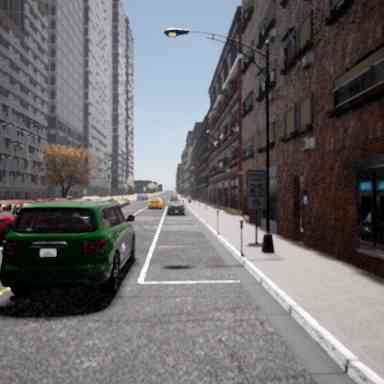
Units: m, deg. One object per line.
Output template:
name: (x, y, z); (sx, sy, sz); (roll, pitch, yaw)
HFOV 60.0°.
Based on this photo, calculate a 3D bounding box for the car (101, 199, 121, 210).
car: (-10.635, 1.611, 44.087); (1.802, 1.307, 4.206); (1, 0, -3)

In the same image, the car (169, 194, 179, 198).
car: (-3.618, 1.462, 67.156); (1.967, 1.590, 4.097); (1, 0, -3)

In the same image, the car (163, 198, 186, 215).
car: (-1.596, 1.576, 33.334); (2.008, 1.369, 4.403); (0, 0, -3)

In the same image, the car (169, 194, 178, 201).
car: (-4.629, 1.326, 84.063); (2.192, 1.841, 5.009); (1, 0, -3)

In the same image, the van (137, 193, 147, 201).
van: (-12.993, 1.353, 83.541); (1.690, 1.788, 3.998); (1, 0, -3)

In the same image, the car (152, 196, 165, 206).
car: (-5.569, 1.504, 55.422); (1.882, 1.535, 5.008); (0, 0, -3)

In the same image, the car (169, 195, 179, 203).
car: (-3.955, 1.459, 72.791); (1.967, 1.590, 4.097); (1, 0, -3)

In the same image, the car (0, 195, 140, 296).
car: (-2.833, 1.229, 8.860); (2.150, 2.045, 5.566); (0, 0, -3)

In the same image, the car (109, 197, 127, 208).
car: (-10.962, 1.554, 49.553); (1.752, 1.417, 4.829); (1, 0, -3)

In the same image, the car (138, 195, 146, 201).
car: (-13.333, 1.551, 89.178); (1.887, 1.381, 4.507); (1, 0, -3)

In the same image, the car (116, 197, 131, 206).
car: (-11.309, 1.609, 55.360); (1.802, 1.307, 4.206); (1, 0, -3)

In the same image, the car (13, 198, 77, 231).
car: (-9.284, 1.335, 21.541); (2.192, 1.841, 5.009); (0, 0, -3)

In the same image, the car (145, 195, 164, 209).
car: (-4.928, 1.506, 45.231); (1.882, 1.535, 5.008); (0, 0, -3)

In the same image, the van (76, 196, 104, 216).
van: (-9.958, 1.368, 32.814); (1.690, 1.788, 3.998); (0, 0, -3)
